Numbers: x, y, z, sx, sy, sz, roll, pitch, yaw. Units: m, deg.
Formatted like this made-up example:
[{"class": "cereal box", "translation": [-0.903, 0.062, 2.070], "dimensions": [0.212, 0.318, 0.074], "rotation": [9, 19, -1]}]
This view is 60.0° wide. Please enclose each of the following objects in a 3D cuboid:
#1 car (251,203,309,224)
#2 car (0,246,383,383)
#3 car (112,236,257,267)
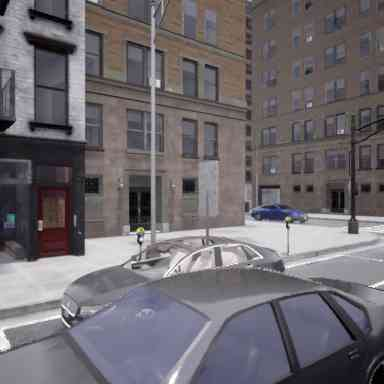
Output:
[{"class": "car", "translation": [6.636, 1.611, 25.603], "dimensions": [1.812, 1.442, 4.674], "rotation": [0, 0, -39]}, {"class": "car", "translation": [0.225, 1.547, 3.145], "dimensions": [5.357, 1.411, 2.033], "rotation": [0, 0, -36]}, {"class": "car", "translation": [-0.097, 1.551, 6.185], "dimensions": [4.403, 1.369, 2.008], "rotation": [0, 0, -37]}]
